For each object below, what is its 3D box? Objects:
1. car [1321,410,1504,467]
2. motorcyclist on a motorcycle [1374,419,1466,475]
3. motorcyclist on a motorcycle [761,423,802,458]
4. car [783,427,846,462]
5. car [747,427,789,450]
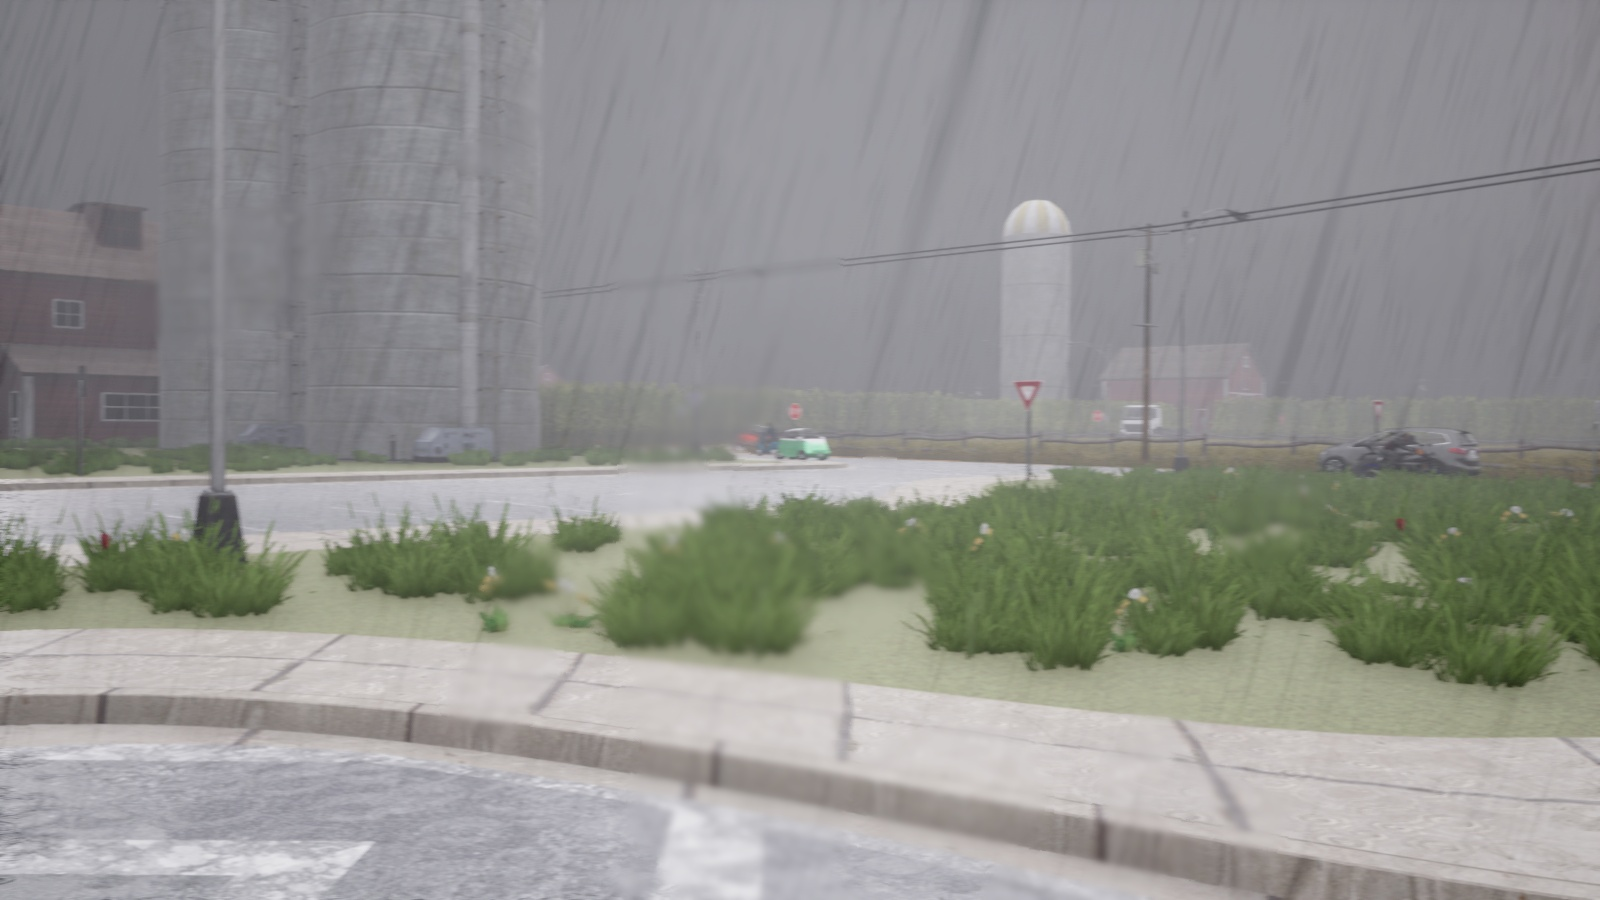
[{"bbox_3d":[18.950,-0.365,38.974,4.611,1.667,2.242,1,2,45],"label":"car"},{"bbox_3d":[17.489,-0.086,35.441,2.191,1.530,0.866,0,2,42],"label":"motorcyclist on a motorcycle"},{"bbox_3d":[-0.853,-0.457,58.671,1.817,1.590,0.866,1,2,45],"label":"motorcyclist on a motorcycle"},{"bbox_3d":[0.611,-0.238,52.287,1.481,1.376,2.207,-2,1,-45],"label":"car"},{"bbox_3d":[-1.960,-0.724,77.053,1.481,1.376,2.207,1,1,45],"label":"car"}]
